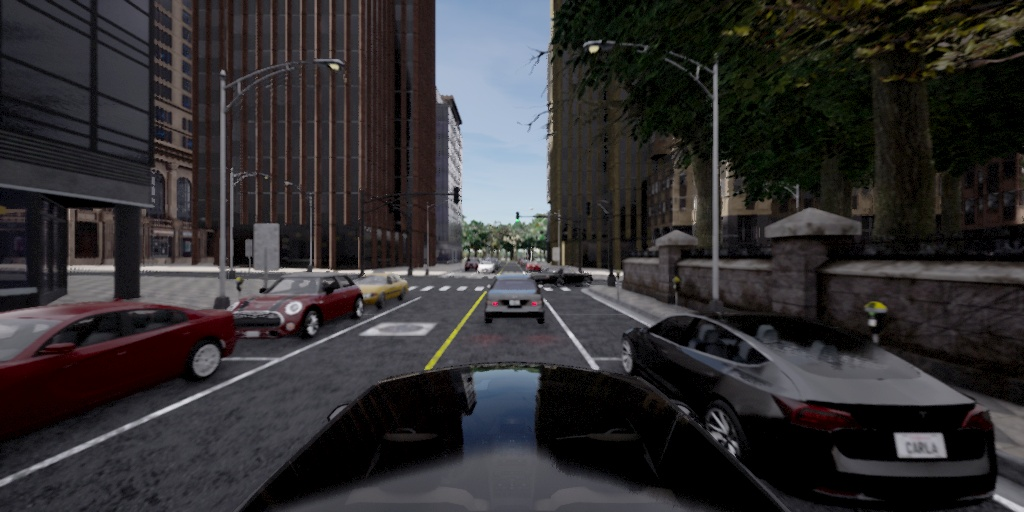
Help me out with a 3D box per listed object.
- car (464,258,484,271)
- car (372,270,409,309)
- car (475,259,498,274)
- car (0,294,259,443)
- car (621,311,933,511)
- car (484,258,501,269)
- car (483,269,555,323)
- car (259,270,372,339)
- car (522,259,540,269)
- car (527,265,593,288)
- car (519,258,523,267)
[{"bbox_3d":[-5.761,1.193,52.822,2.192,1.841,5.009,0,0,0],"label":"car"},{"bbox_3d":[-5.762,1.308,15.245,1.751,1.417,4.829,0,0,0],"label":"car"},{"bbox_3d":[-3.092,1.379,43.646,1.812,1.442,4.674,0,0,0],"label":"car"},{"bbox_3d":[-5.762,1.302,4.501,1.888,1.381,4.507,0,0,0],"label":"car"},{"bbox_3d":[2.763,1.322,4.503,1.948,1.339,4.313,0,0,0],"label":"car"},{"bbox_3d":[-3.086,1.233,53.860,2.097,1.767,4.553,0,0,0],"label":"car"},{"bbox_3d":[0.089,1.321,12.201,2.033,1.411,5.357,0,0,0],"label":"car"},{"bbox_3d":[-5.762,1.209,9.958,1.967,1.591,4.097,0,0,0],"label":"car"},{"bbox_3d":[2.764,1.303,47.385,1.967,1.591,4.097,0,0,0],"label":"car"},{"bbox_3d":[3.591,1.476,25.122,4.718,1.301,1.895,2,-2,-42],"label":"car"},{"bbox_3d":[2.764,1.459,63.697,2.007,1.370,4.403,0,0,0],"label":"car"}]
